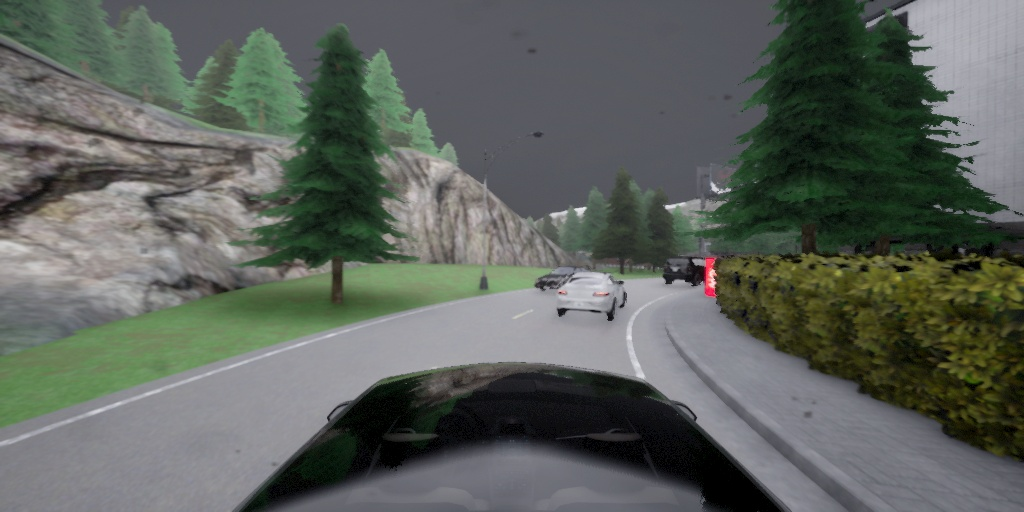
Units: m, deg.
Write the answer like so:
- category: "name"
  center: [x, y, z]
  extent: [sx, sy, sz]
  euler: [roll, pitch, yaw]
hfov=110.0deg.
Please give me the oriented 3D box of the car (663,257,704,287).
- category: "car"
  center: [13.132, 1.072, 26.271]
  extent: [5.566, 2.045, 2.150]
  euler: [1, 0, -42]

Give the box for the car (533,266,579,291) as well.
- category: "car"
  center: [3.369, 1.296, 21.024]
  extent: [2.033, 1.411, 5.357]
  euler: [1, 0, 36]

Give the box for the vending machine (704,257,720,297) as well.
- category: "vending machine"
  center: [9.877, 1.028, 17.468]
  extent: [1.100, 2.100, 0.880]
  euler: [0, 0, 37]

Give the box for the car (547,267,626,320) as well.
- category: "car"
  center: [2.926, 1.286, 12.852]
  extent: [1.812, 1.442, 4.674]
  euler: [0, 0, 23]
